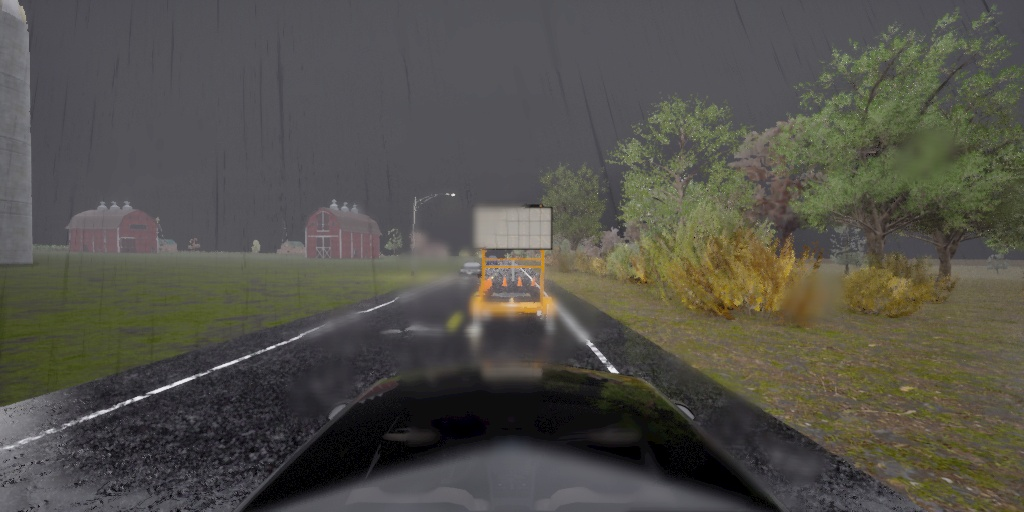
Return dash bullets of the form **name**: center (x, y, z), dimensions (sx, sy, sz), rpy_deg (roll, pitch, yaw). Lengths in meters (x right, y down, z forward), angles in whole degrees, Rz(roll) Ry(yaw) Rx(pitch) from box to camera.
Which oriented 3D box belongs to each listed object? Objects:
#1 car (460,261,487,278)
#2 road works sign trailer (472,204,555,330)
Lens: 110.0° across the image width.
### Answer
- **car**: center (-3.663, 1.273, 33.585), dimensions (1.812, 1.442, 4.674), rpy_deg (0, 0, 0)
- **road works sign trailer**: center (0.037, 0.213, 11.122), dimensions (2.380, 3.560, 2.880), rpy_deg (0, 0, 0)
